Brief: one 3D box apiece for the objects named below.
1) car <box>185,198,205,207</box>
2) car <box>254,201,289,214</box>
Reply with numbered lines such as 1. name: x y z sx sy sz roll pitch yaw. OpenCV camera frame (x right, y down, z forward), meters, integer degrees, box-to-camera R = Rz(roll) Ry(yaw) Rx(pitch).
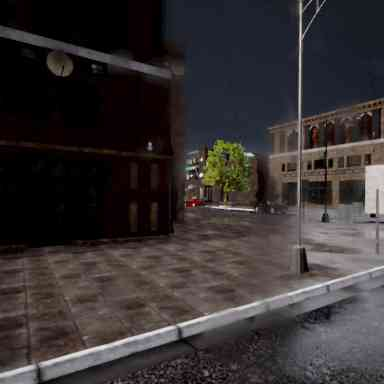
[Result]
1. car: 0.399 1.618 51.452 1.887 1.381 4.507 1 -1 -27
2. car: 8.481 1.621 35.978 2.008 1.369 4.403 1 -1 -27
